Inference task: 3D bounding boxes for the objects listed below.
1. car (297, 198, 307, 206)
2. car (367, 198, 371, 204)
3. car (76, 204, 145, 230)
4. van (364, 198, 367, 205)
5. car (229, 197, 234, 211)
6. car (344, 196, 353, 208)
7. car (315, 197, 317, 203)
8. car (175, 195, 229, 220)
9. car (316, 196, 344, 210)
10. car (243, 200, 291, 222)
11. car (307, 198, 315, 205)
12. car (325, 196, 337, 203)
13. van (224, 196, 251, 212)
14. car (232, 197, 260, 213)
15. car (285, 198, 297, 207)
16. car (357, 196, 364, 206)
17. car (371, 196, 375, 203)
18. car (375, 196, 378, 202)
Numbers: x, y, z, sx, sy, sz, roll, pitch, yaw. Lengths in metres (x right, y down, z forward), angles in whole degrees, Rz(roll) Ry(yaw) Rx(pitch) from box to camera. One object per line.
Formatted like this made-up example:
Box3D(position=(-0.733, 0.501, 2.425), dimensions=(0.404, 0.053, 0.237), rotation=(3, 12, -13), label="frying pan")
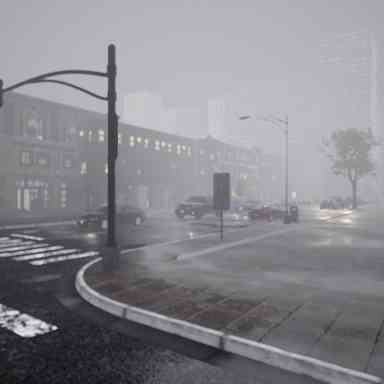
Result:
Box3D(position=(18.377, 1.791, 59.238), dimensions=(2.008, 1.369, 4.403), rotation=(0, 0, 35), label="car")
Box3D(position=(34.766, 1.940, 67.980), dimensions=(1.802, 1.307, 4.206), rotation=(0, 0, 35), label="car")
Box3D(position=(-5.079, 1.531, 21.397), dimensions=(1.837, 1.490, 4.892), rotation=(0, 0, 34), label="car")
Box3D(position=(31.589, 1.668, 63.462), dimensions=(1.690, 1.788, 3.998), rotation=(0, 0, 35), label="van")
Box3D(position=(2.390, 1.620, 36.494), dimensions=(1.752, 1.417, 4.829), rotation=(0, 0, 35), label="car")
Box3D(position=(22.055, 1.550, 49.899), dimensions=(2.192, 1.841, 5.009), rotation=(0, 0, 35), label="car")
Box3D(position=(27.910, 1.773, 72.800), dimensions=(1.967, 1.590, 4.097), rotation=(0, 0, 35), label="car")
Box3D(position=(0.801, 1.293, 29.721), dimensions=(2.150, 2.045, 5.566), rotation=(0, 0, 35), label="car")
Box3D(position=(18.877, 1.645, 45.378), dimensions=(1.967, 1.590, 4.097), rotation=(0, 0, 35), label="car")
Box3D(position=(6.210, 1.639, 27.265), dimensions=(1.887, 1.381, 4.507), rotation=(0, 0, 35), label="car")
Box3D(position=(21.555, 1.821, 63.759), dimensions=(2.008, 1.369, 4.403), rotation=(0, 0, 35), label="car")
Box3D(position=(34.265, 1.838, 81.842), dimensions=(1.967, 1.590, 4.097), rotation=(0, 0, 35), label="car")
Box3D(position=(5.666, 1.463, 41.155), dimensions=(1.690, 1.788, 3.998), rotation=(0, 0, 35), label="van")
Box3D(position=(6.706, 1.612, 38.100), dimensions=(2.128, 1.511, 4.902), rotation=(0, 0, 35), label="car")
Box3D(position=(15.199, 1.760, 54.717), dimensions=(2.008, 1.369, 4.403), rotation=(0, 0, 35), label="car")
Box3D(position=(28.411, 1.611, 58.941), dimensions=(2.192, 1.841, 5.009), rotation=(0, 0, 35), label="car")
Box3D(position=(38.042, 1.916, 72.641), dimensions=(1.752, 1.417, 4.829), rotation=(0, 0, 35), label="car")
Box3D(position=(41.121, 2.005, 77.022), dimensions=(1.802, 1.307, 4.206), rotation=(0, 0, 35), label="car")
